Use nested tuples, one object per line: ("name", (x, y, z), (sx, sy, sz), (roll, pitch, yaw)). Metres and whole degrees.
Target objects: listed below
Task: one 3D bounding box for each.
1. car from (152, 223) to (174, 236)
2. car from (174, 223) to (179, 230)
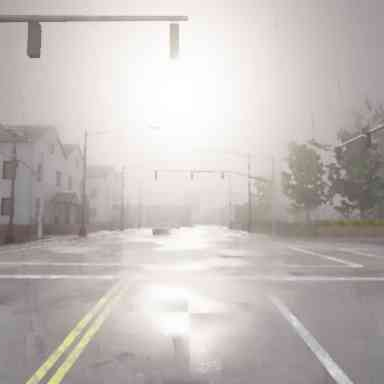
("car", (-3.490, 4.315, 38.641), (1.882, 1.535, 5.008), (0, -4, 0))
("car", (-3.485, 6.562, 63.693), (1.994, 1.385, 4.181), (0, -5, 0))
